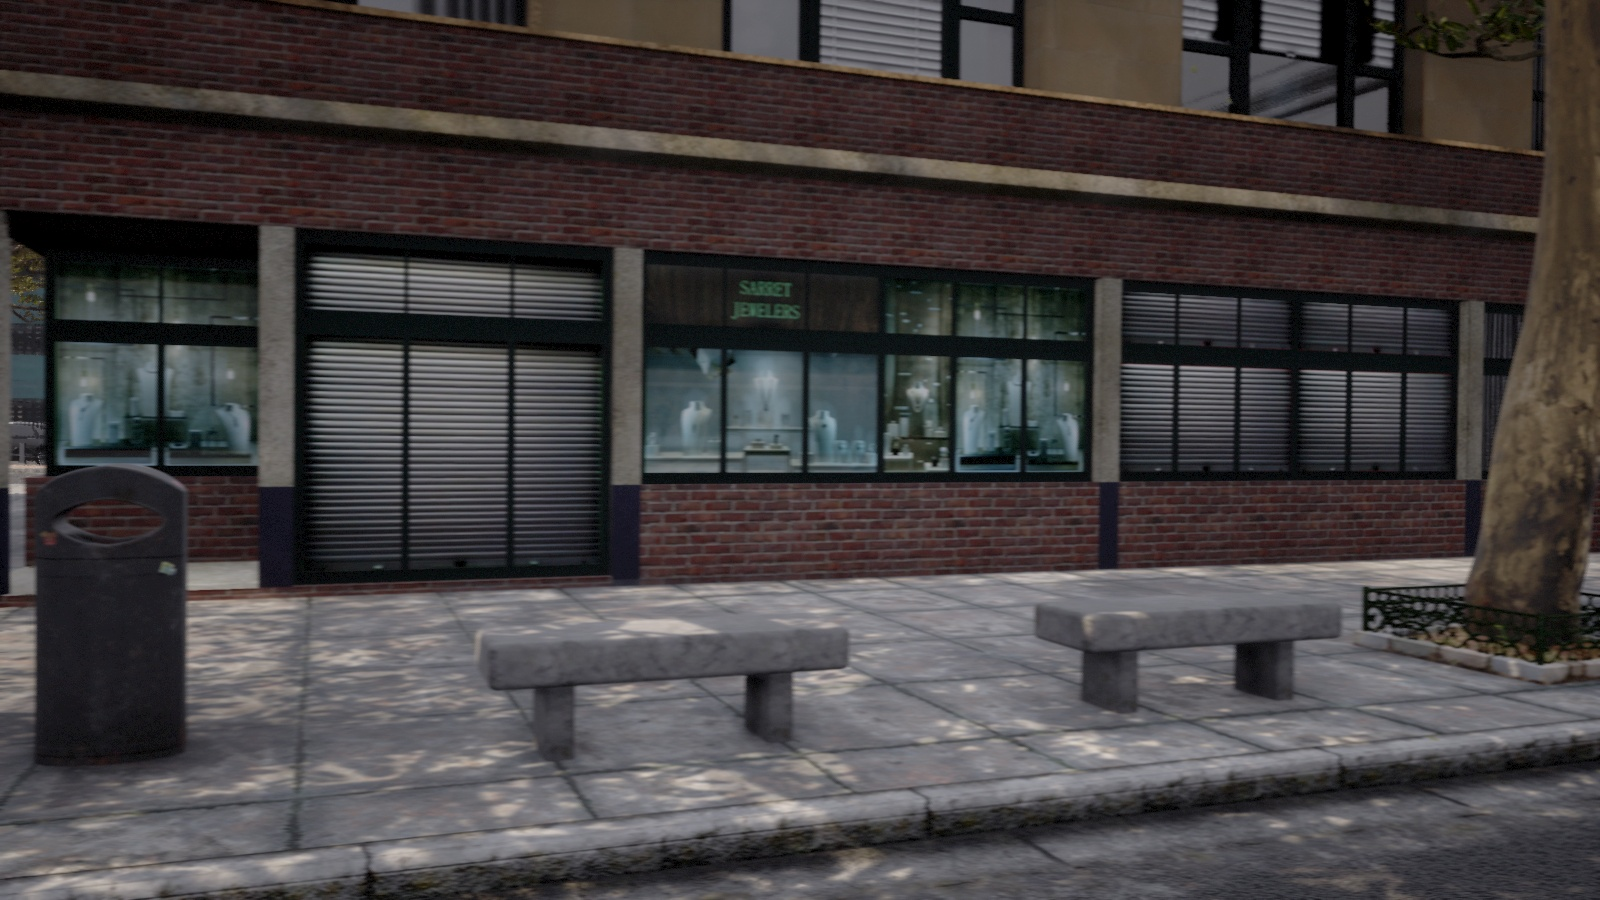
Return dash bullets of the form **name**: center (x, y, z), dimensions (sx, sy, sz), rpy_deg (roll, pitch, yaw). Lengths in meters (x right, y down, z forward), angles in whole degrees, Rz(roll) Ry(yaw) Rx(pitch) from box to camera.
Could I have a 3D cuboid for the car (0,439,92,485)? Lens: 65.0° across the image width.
- **car**: center (-26.787, 0.404, 42.258), dimensions (4.892, 1.490, 1.837), rpy_deg (-1, 1, -21)
